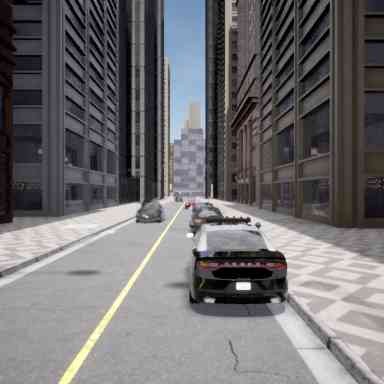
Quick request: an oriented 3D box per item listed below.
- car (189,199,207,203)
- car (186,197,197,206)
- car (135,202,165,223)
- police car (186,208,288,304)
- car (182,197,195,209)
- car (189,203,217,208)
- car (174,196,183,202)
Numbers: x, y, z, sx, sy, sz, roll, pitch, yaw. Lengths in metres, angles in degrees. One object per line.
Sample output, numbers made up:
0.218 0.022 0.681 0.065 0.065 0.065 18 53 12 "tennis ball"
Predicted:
0.864 1.519 24.232 1.837 1.490 4.892 0 0 0 "car"
-0.083 1.641 59.010 1.994 1.385 4.181 0 0 0 "car"
-3.139 1.520 25.552 1.837 1.490 4.892 0 0 0 "car"
0.887 1.427 8.342 1.930 1.638 5.238 0 0 0 "police car"
-0.030 1.646 45.985 1.895 1.301 4.718 0 0 0 "car"
0.873 1.534 18.232 1.812 1.442 4.674 0 0 0 "car"
-3.111 1.650 78.349 1.837 1.490 4.892 0 0 0 "car"
